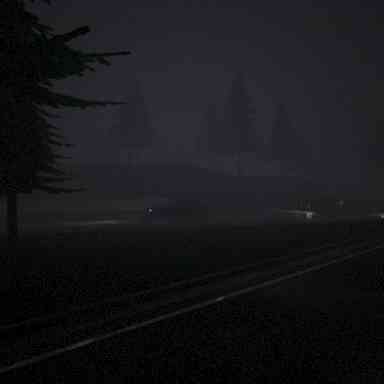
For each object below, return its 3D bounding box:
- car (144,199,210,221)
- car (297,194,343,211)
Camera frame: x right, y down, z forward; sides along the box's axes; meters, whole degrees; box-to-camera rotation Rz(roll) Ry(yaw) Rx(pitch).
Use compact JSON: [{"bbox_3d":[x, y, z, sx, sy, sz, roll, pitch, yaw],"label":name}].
[{"bbox_3d":[-1.094,1.296,24.595,4.902,1.511,2.128,-1,0,-12],"label":"car"},{"bbox_3d":[12.479,1.002,32.380,4.892,1.490,1.837,-1,1,-26],"label":"car"}]
